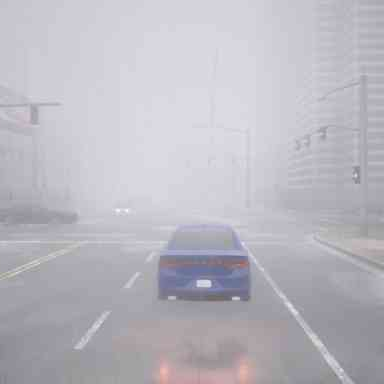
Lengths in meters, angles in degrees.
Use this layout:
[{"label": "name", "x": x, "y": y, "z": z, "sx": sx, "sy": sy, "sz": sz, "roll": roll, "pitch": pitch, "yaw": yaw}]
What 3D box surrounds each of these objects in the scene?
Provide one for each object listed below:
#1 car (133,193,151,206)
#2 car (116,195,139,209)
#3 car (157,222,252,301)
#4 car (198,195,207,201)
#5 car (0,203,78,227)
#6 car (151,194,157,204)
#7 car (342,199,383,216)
[{"label": "car", "x": -8.840, "y": 1.221, "z": 55.477, "sx": 2.150, "sy": 2.045, "sz": 5.566, "roll": 0, "pitch": 0, "yaw": 2}, {"label": "car", "x": -9.150, "y": 1.564, "z": 46.134, "sx": 1.994, "sy": 1.385, "sz": 4.181, "roll": 0, "pitch": 0, "yaw": 2}, {"label": "car", "x": 0.306, "y": 1.478, "z": 8.383, "sx": 1.882, "sy": 1.535, "sz": 5.008, "roll": 0, "pitch": 0, "yaw": 2}, {"label": "car", "x": 2.749, "y": 1.524, "z": 86.160, "sx": 1.812, "sy": 1.442, "sz": 4.674, "roll": 0, "pitch": 0, "yaw": 2}, {"label": "car", "x": -10.255, "y": 1.477, "z": 22.333, "sx": 5.008, "sy": 1.535, "sz": 1.882, "roll": 0, "pitch": 0, "yaw": 2}, {"label": "car", "x": -8.431, "y": 1.547, "z": 66.158, "sx": 2.033, "sy": 1.411, "sz": 5.357, "roll": 0, "pitch": 0, "yaw": 3}, {"label": "car", "x": 17.221, "y": 1.505, "z": 32.294, "sx": 4.892, "sy": 1.490, "sz": 1.837, "roll": 0, "pitch": 0, "yaw": 2}]
